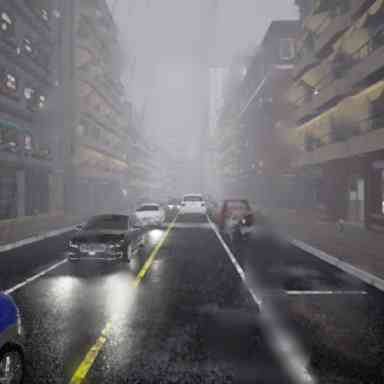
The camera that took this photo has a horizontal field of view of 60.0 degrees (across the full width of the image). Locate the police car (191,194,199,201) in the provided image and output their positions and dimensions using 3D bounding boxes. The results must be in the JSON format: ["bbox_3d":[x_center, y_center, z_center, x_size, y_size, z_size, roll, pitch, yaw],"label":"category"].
[{"bbox_3d":[0.782,1.320,86.394,1.930,1.638,5.238,0,0,0],"label":"police car"}]

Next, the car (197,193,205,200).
[{"bbox_3d":[2.507,1.200,93.140,2.192,1.841,5.009,-1,0,0],"label":"car"}]

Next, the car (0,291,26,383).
[{"bbox_3d":[-2.848,1.350,1.682,2.097,1.767,4.553,0,0,0],"label":"car"}]

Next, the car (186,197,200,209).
[{"bbox_3d":[0.074,1.473,45.628,1.812,1.442,4.674,0,0,0],"label":"car"}]

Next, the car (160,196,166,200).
[{"bbox_3d":[-5.357,1.449,65.201,1.752,1.417,4.829,-1,0,0],"label":"car"}]

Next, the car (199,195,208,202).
[{"bbox_3d":[2.520,1.440,71.115,1.752,1.417,4.829,-1,0,0],"label":"car"}]

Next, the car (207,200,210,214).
[{"bbox_3d":[2.543,1.521,26.553,2.008,1.369,4.403,-1,0,0],"label":"car"}]

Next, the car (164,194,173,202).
[{"bbox_3d":[-5.364,1.349,76.469,1.967,1.590,4.097,-1,0,0],"label":"car"}]

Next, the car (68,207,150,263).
[{"bbox_3d":[-2.847,1.492,11.945,1.837,1.490,4.892,0,0,0],"label":"car"}]

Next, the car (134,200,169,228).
[{"bbox_3d":[-2.821,1.502,22.266,1.812,1.442,4.674,0,0,1],"label":"car"}]

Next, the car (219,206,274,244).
[{"bbox_3d":[2.549,1.549,15.455,1.947,1.339,4.313,-1,0,0],"label":"car"}]

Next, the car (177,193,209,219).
[{"bbox_3d":[0.094,1.191,29.179,2.150,2.045,5.566,0,0,0],"label":"car"}]

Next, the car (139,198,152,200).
[{"bbox_3d":[-5.344,1.399,37.626,1.967,1.590,4.097,-1,0,0],"label":"car"}]

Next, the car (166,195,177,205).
[{"bbox_3d":[-2.835,1.499,55.995,1.994,1.385,4.181,0,0,0],"label":"car"}]

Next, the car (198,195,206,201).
[{"bbox_3d":[2.515,1.482,82.043,1.802,1.307,4.206,-1,0,0],"label":"car"}]

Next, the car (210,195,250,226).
[{"bbox_3d":[2.543,1.292,21.004,2.192,1.841,5.009,-1,0,0],"label":"car"}]
